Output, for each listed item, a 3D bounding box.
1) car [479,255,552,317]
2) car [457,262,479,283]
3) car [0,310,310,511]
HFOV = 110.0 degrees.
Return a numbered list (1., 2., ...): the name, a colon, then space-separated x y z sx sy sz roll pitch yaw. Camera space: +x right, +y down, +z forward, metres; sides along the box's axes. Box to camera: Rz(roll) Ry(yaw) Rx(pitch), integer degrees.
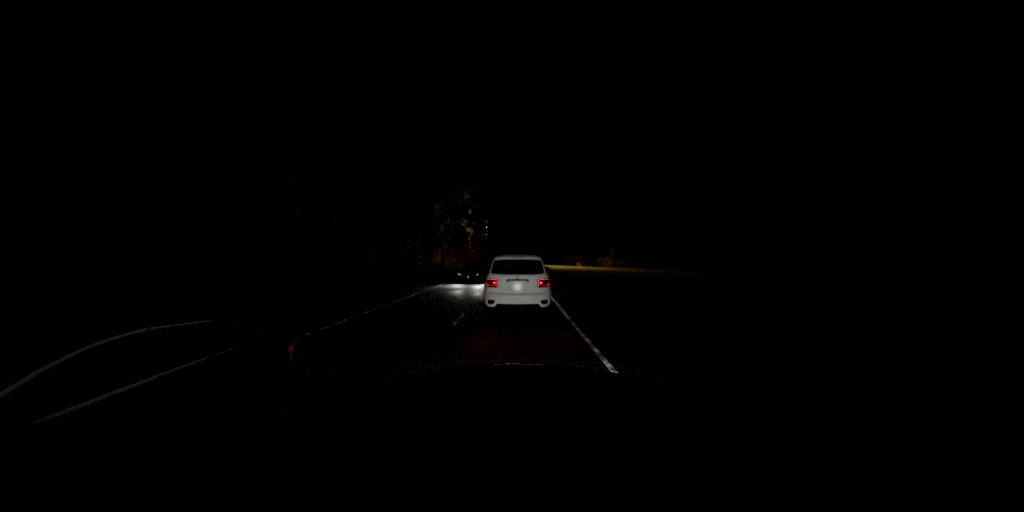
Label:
1. car: 0.210 0.974 13.309 2.150 2.045 5.566 0 0 1
2. car: -3.042 1.264 27.842 1.837 1.490 4.892 0 0 2
3. car: -3.470 1.240 2.530 2.128 1.511 4.902 0 0 0
